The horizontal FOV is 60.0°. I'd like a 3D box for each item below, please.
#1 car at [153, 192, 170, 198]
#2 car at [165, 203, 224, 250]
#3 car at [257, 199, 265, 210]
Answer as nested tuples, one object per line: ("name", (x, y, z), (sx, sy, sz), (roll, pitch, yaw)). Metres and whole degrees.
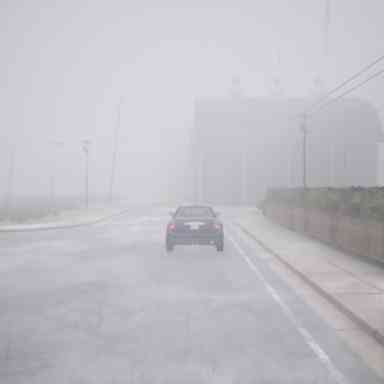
("car", (-7.776, 0.745, 85.291), (1.895, 1.301, 4.718), (0, 1, 39))
("car", (0.100, 1.215, 13.646), (2.097, 1.767, 4.553), (0, 1, 0))
("car", (8.098, 1.093, 28.702), (4.902, 1.511, 2.128), (0, 0, 1))
